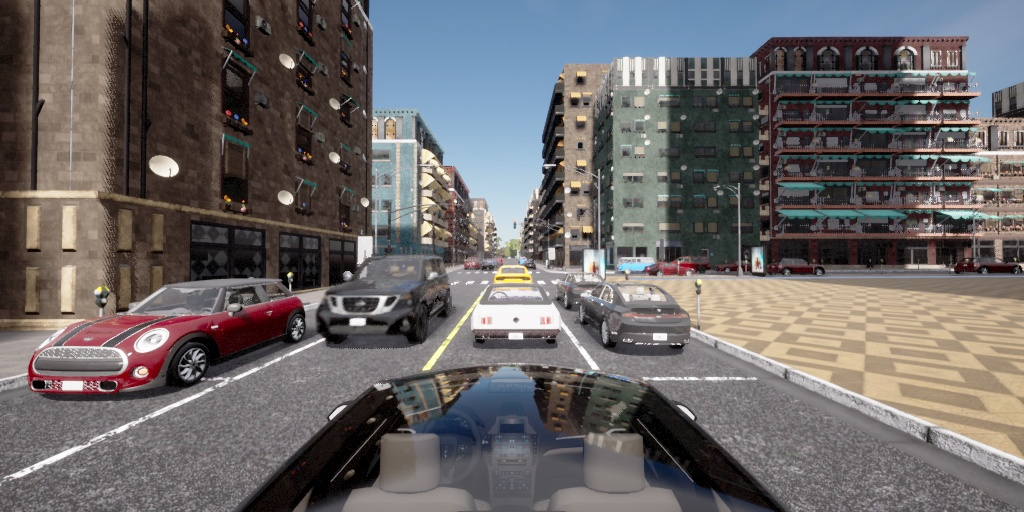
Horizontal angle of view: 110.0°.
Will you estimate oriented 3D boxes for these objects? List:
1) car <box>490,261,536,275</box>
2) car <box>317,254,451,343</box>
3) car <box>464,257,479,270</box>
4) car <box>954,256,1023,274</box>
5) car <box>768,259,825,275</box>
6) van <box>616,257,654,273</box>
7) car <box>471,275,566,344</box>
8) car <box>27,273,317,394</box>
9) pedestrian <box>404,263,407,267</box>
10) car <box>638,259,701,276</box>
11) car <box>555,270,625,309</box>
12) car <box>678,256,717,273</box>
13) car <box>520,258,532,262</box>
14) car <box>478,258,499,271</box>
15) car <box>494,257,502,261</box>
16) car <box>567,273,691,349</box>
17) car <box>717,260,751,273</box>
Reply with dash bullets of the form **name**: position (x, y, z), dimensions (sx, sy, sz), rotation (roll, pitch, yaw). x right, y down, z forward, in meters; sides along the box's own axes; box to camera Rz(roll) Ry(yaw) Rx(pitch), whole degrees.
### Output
- **car**: position (0.052, 1.233, 19.033), dimensions (1.882, 1.535, 5.008), rotation (0, 0, 0)
- **car**: position (-3.111, 0.973, 10.003), dimensions (2.150, 2.045, 5.566), rotation (0, 0, 0)
- **car**: position (-5.809, 1.084, 52.780), dimensions (2.192, 1.841, 5.009), rotation (0, 0, 0)
- **car**: position (41.276, 0.812, 31.086), dimensions (4.097, 1.591, 1.967), rotation (0, 0, 0)
- **car**: position (24.695, 0.936, 31.166), dimensions (4.097, 1.591, 1.967), rotation (0, 0, 0)
- **van**: position (13.682, 1.046, 39.600), dimensions (3.998, 1.789, 1.690), rotation (0, 0, 0)
- **car**: position (0.080, 1.353, 9.580), dimensions (1.895, 1.301, 4.718), rotation (0, 0, 0)
- **car**: position (-5.831, 1.191, 6.741), dimensions (1.967, 1.591, 4.097), rotation (0, 0, 0)
- **pedestrian**: position (-12.625, 1.098, 42.689), dimensions (0.375, 1.860, 0.375), rotation (0, 0, 0)
- **car**: position (13.639, 1.163, 31.219), dimensions (4.207, 1.307, 1.802), rotation (0, 0, 0)
- **car**: position (2.791, 1.304, 14.567), dimensions (2.007, 1.370, 4.403), rotation (0, 0, 0)
- **car**: position (19.209, 0.978, 39.573), dimensions (5.009, 1.841, 2.192), rotation (0, 0, 0)
- **car**: position (2.572, 1.335, 52.760), dimensions (1.948, 1.339, 4.313), rotation (0, 0, 0)
- **car**: position (-3.230, 1.369, 50.450), dimensions (1.895, 1.301, 4.718), rotation (0, 0, 1)
- **car**: position (-3.220, 1.320, 60.143), dimensions (2.033, 1.411, 5.357), rotation (0, 0, 0)
- **car**: position (2.804, 1.303, 8.997), dimensions (2.007, 1.370, 4.403), rotation (0, 0, 0)
- **car**: position (24.737, 1.166, 39.546), dimensions (4.507, 1.381, 1.888), rotation (0, 0, 0)
